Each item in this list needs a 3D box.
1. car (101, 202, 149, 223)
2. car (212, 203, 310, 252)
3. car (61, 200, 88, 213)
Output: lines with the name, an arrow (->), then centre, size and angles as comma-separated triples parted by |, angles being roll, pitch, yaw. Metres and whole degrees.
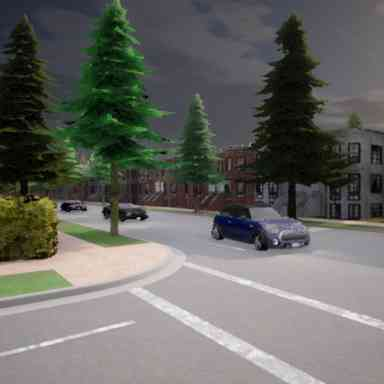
car -> -5.371, 1.520, 26.019 | 2.033, 1.411, 5.357 | 0, 0, -36
car -> 2.737, 1.327, 14.057 | 2.097, 1.767, 4.553 | 0, 0, -28
car -> -13.062, 1.537, 36.715 | 1.994, 1.385, 4.181 | 0, 0, -35
